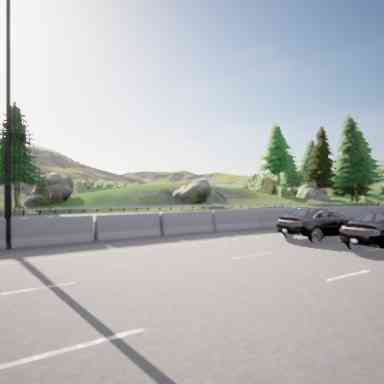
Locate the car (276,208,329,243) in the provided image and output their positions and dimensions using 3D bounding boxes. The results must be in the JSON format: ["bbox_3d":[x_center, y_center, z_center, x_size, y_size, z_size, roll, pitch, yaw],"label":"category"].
[{"bbox_3d":[6.310,1.514,16.033,4.902,1.511,2.128,0,0,-27],"label":"car"}]

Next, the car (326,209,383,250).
[{"bbox_3d":[7.874,1.514,12.905,4.902,1.511,2.128,0,0,-28],"label":"car"}]
